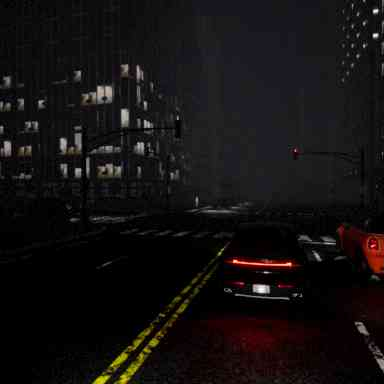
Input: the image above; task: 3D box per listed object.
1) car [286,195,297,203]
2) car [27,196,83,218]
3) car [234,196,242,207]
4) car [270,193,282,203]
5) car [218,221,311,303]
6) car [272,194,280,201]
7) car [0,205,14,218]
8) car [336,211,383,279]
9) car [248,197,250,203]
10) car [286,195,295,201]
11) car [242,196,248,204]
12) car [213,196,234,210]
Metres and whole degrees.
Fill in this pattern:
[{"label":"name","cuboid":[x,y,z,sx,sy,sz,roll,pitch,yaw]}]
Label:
[{"label":"car","cuboid":[20.926,1.465,69.523,2.128,1.511,4.902,0,0,14]},{"label":"car","cuboid":[-11.761,1.216,28.657,4.553,1.767,2.097,1,1,15]},{"label":"car","cuboid":[6.215,1.472,51.853,1.837,1.490,4.892,0,0,14]},{"label":"car","cuboid":[17.758,1.159,70.273,2.150,2.045,5.566,0,0,14]},{"label":"car","cuboid":[1.855,1.501,8.355,1.837,1.490,4.892,0,0,14]},{"label":"car","cuboid":[20.342,1.238,80.334,1.882,1.535,5.008,0,0,14]},{"label":"car","cuboid":[-16.764,1.434,27.217,4.313,1.339,1.947,1,1,16]},{"label":"car","cuboid":[5.725,1.347,9.958,2.097,1.767,4.553,0,0,14]},{"label":"car","cuboid":[11.105,1.498,70.504,1.994,1.385,4.181,0,0,14]},{"label":"car","cuboid":[23.490,1.467,79.524,2.033,1.411,5.357,0,0,14]},{"label":"car","cuboid":[8.552,1.483,60.847,1.812,1.442,4.674,0,0,15]},{"label":"car","cuboid":[3.912,1.502,42.875,1.812,1.442,4.674,0,0,14]}]
